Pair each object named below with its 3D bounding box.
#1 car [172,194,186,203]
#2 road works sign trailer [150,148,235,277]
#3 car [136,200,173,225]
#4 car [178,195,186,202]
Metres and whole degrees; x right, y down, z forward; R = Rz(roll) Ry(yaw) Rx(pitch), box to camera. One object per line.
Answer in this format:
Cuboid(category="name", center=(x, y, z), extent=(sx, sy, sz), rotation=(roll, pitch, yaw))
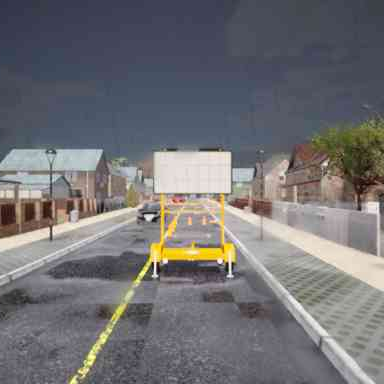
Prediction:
Cuboid(category="car", center=(-2.710, 1.398, 65.749), extent=(2.150, 2.045, 5.566), rotation=(0, 0, 1))
Cuboid(category="road works sign trailer", center=(0.023, 0.471, 10.208), extent=(2.380, 3.560, 2.880), rotation=(0, 0, 0))
Cuboid(category="car", center=(-2.826, 1.520, 24.245), extent=(2.128, 1.511, 4.902), rotation=(0, 0, 0))
Cuboid(category="car", center=(-2.664, 1.694, 90.250), extent=(2.097, 1.767, 4.553), rotation=(0, 0, 0))
